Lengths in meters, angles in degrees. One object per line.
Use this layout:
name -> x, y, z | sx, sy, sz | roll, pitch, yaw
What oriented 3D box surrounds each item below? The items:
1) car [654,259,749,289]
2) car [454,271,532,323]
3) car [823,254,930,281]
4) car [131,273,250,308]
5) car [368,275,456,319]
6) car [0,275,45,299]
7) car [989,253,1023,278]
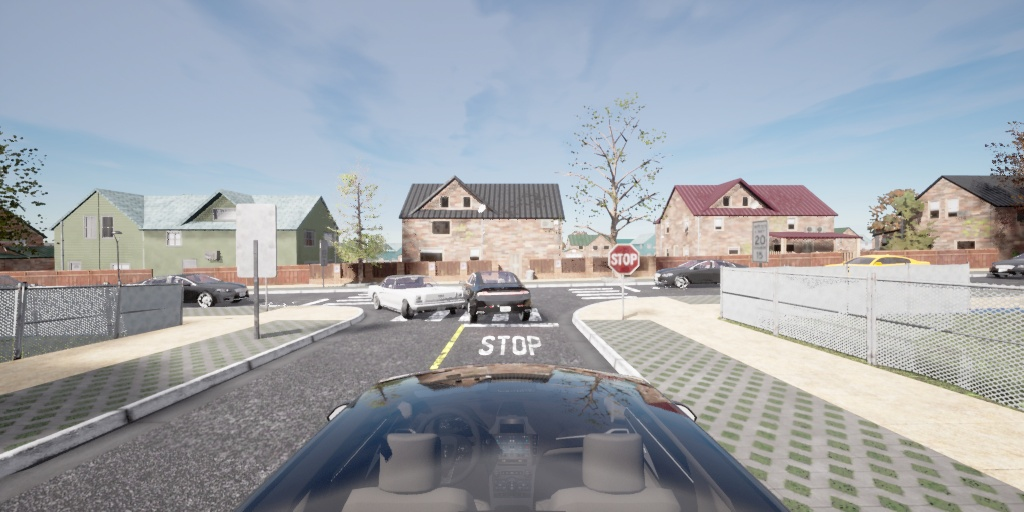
car -> 10.330, 0.926, 19.600 | 4.902, 1.511, 2.128 | -1, 1, 0
car -> -0.686, 1.243, 12.192 | 2.128, 1.511, 4.902 | 0, 0, -12
car -> 19.761, 0.690, 19.637 | 5.008, 1.535, 1.882 | -1, 1, -1
car -> -14.903, 1.567, 16.547 | 4.902, 1.511, 2.128 | -1, 1, 0
car -> -3.602, 1.368, 13.051 | 1.895, 1.301, 4.718 | 0, 0, -38
car -> -24.240, 1.648, 16.507 | 4.553, 1.767, 2.097 | -1, 1, 0
car -> 29.385, 0.478, 19.673 | 4.902, 1.511, 2.128 | -1, 1, 0
